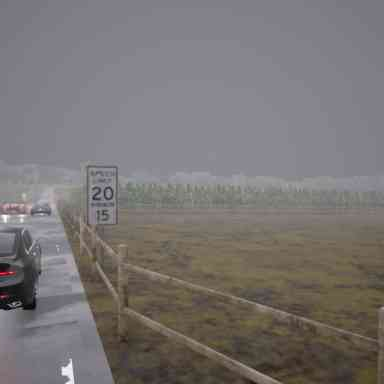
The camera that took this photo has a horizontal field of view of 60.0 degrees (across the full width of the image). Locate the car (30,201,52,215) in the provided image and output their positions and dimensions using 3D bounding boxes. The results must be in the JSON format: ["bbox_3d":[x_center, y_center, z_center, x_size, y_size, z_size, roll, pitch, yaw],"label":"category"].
[{"bbox_3d":[-16.401,1.796,36.170,1.994,1.385,4.181,0,-1,-22],"label":"car"}]

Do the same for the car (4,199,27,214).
[{"bbox_3d":[-20.566,1.644,38.844,2.097,1.767,4.553,0,-1,-23],"label":"car"}]

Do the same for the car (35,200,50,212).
[{"bbox_3d":[-20.273,1.896,45.264,1.812,1.442,4.674,0,-1,-23],"label":"car"}]

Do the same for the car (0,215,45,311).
[{"bbox_3d":[-4.407,1.517,7.396,1.837,1.490,4.892,0,0,-23],"label":"car"}]
